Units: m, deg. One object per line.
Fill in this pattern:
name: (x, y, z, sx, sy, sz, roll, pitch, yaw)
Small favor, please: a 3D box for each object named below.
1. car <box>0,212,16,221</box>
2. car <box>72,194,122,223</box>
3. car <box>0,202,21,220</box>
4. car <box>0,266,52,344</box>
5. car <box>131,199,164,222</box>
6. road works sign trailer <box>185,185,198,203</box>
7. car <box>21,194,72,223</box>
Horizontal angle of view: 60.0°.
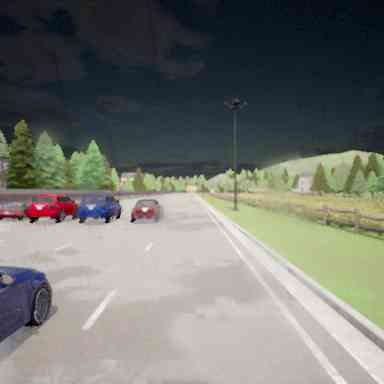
car: (-6.901, 1.481, 8.402, 2.128, 1.511, 4.902, 0, 0, 0)
car: (-6.896, 1.190, 25.368, 2.150, 2.045, 5.566, 0, 0, 0)
car: (-13.896, 1.531, 27.058, 1.994, 1.385, 4.181, 0, 0, 0)
car: (-3.408, 1.520, 4.019, 1.812, 1.442, 4.674, 0, 0, 0)
car: (-3.397, 1.320, 26.080, 2.097, 1.767, 4.553, 0, 0, 0)
road works sign trailer: (0.012, 0.383, 67.164, 2.380, 3.560, 2.880, 0, 0, 0)
car: (-10.396, 1.190, 25.364, 2.150, 2.045, 5.566, 0, 0, 0)
